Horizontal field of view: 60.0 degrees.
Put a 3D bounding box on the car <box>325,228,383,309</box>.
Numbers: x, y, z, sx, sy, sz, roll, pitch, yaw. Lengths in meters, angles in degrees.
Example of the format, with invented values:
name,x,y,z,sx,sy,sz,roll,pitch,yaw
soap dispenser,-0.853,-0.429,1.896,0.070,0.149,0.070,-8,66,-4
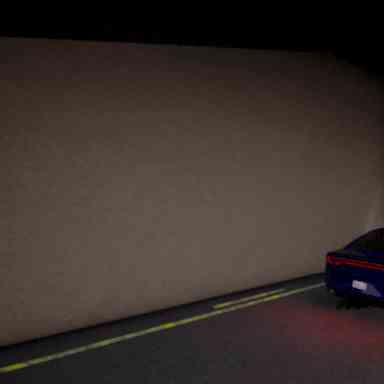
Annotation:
name,x,y,z,sx,sy,sz,roll,pitch,yaw
car,5.011,1.504,7.362,5.008,1.535,1.882,0,0,-35
